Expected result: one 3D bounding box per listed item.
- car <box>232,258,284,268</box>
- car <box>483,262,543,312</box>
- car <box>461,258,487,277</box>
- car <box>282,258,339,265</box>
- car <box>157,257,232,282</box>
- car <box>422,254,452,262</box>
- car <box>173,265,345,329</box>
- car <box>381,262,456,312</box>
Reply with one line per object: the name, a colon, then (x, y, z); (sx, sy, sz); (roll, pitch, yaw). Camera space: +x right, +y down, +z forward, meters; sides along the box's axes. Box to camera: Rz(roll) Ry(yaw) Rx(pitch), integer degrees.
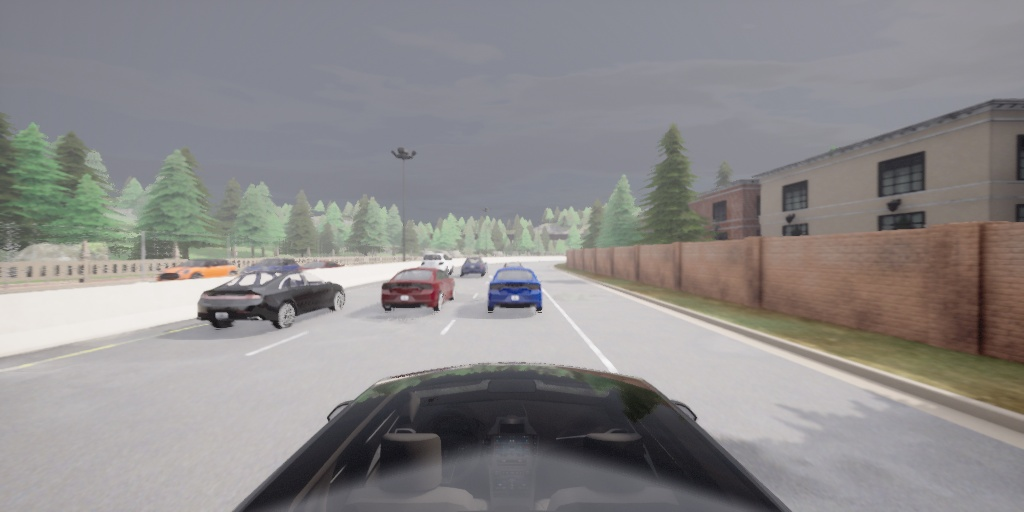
car: (-17.594, 0.962, 26.360); (2.097, 1.767, 4.553); (0, 0, 0)
car: (0.101, 1.159, 13.826); (1.882, 1.535, 5.008); (0, 0, 0)
car: (-3.398, 0.925, 32.886); (2.097, 1.767, 4.553); (0, 0, 0)
car: (-14.095, 1.089, 26.196); (1.882, 1.535, 5.008); (0, 0, 0)
car: (-21.095, 0.974, 24.268); (2.097, 1.767, 4.553); (0, 0, 0)
car: (-6.898, 0.792, 33.413); (2.150, 2.045, 5.566); (0, 0, 0)
car: (-6.900, 1.189, 10.949); (2.128, 1.511, 4.902); (0, 0, 0)
car: (-3.399, 1.159, 13.825); (1.882, 1.535, 5.008); (0, 0, 0)
